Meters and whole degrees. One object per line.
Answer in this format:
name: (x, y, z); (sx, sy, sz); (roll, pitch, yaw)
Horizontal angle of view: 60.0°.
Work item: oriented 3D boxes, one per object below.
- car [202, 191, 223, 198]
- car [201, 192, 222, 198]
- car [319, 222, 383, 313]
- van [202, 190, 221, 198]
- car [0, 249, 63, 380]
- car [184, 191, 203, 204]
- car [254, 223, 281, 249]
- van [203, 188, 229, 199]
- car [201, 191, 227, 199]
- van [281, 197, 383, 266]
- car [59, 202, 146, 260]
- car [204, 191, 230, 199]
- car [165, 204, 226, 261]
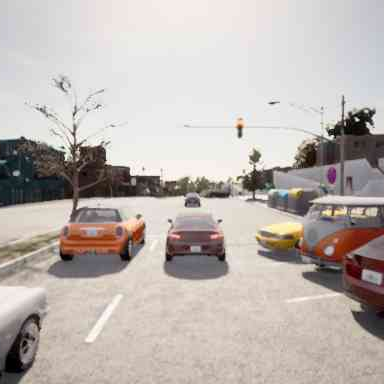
car: (5.067, 0.582, 82.272); (4.553, 1.767, 2.185); (1, 0, -20)
car: (5.205, 0.765, 88.287); (5.366, 1.575, 1.946); (1, -1, -20)
car: (5.093, 1.431, 6.167); (4.792, 1.488, 2.163); (0, 1, -20)
van: (4.930, 0.508, 85.199); (4.442, 1.987, 1.878); (1, 0, -20)
car: (-2.901, 1.561, 2.570); (1.895, 1.301, 4.718); (0, 1, 0)
car: (0.067, 0.839, 40.531); (1.812, 1.442, 4.674); (-1, 2, 0)
car: (4.893, 1.314, 12.051); (5.366, 1.575, 1.946); (0, 1, -20)
van: (4.937, 0.307, 64.352); (4.442, 1.987, 1.878); (1, 0, -20)
car: (4.866, 0.615, 73.262); (5.366, 1.575, 1.946); (1, 0, -20)
van: (4.960, 1.133, 9.090); (4.442, 1.987, 1.878); (1, 1, -20)
car: (-2.904, 1.185, 11.790); (2.097, 1.767, 4.553); (0, 1, 0)
car: (5.037, 0.604, 67.374); (4.674, 1.452, 2.002); (1, -1, -20)
car: (0.100, 1.363, 11.431); (1.812, 1.442, 4.674); (0, 1, 0)
